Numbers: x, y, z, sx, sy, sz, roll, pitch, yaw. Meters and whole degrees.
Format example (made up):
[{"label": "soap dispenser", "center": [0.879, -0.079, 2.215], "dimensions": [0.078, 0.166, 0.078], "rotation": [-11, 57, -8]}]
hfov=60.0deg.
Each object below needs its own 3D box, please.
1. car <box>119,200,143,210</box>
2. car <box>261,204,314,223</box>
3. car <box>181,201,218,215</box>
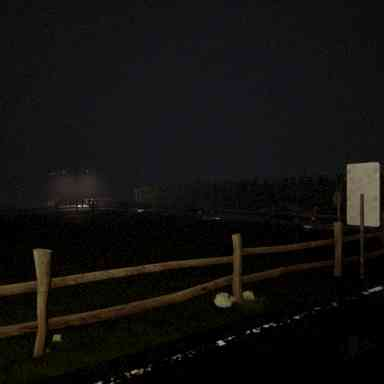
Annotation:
[{"label": "car", "center": [-9.152, 1.914, 49.232], "dimensions": [2.033, 1.411, 5.357], "rotation": [0, 0, -35]}, {"label": "car", "center": [7.414, 1.653, 25.884], "dimensions": [1.812, 1.442, 4.674], "rotation": [0, 0, -35]}, {"label": "car", "center": [0.739, 1.724, 35.274], "dimensions": [1.837, 1.490, 4.892], "rotation": [0, 0, -36]}]
